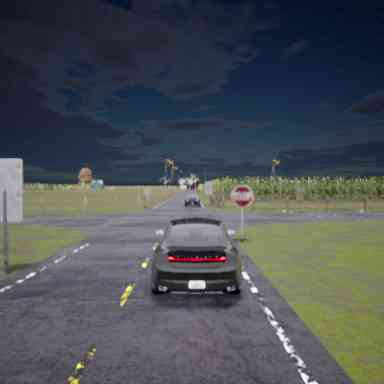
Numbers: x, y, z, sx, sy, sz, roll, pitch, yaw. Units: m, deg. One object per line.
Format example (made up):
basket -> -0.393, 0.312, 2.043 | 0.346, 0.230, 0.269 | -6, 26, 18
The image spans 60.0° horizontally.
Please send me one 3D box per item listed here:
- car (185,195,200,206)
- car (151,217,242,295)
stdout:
car -> 0.052, 1.051, 42.394 | 1.895, 1.301, 4.718 | 0, 1, 0
car -> 0.088, 1.397, 8.427 | 1.837, 1.490, 4.892 | 0, 1, 0
